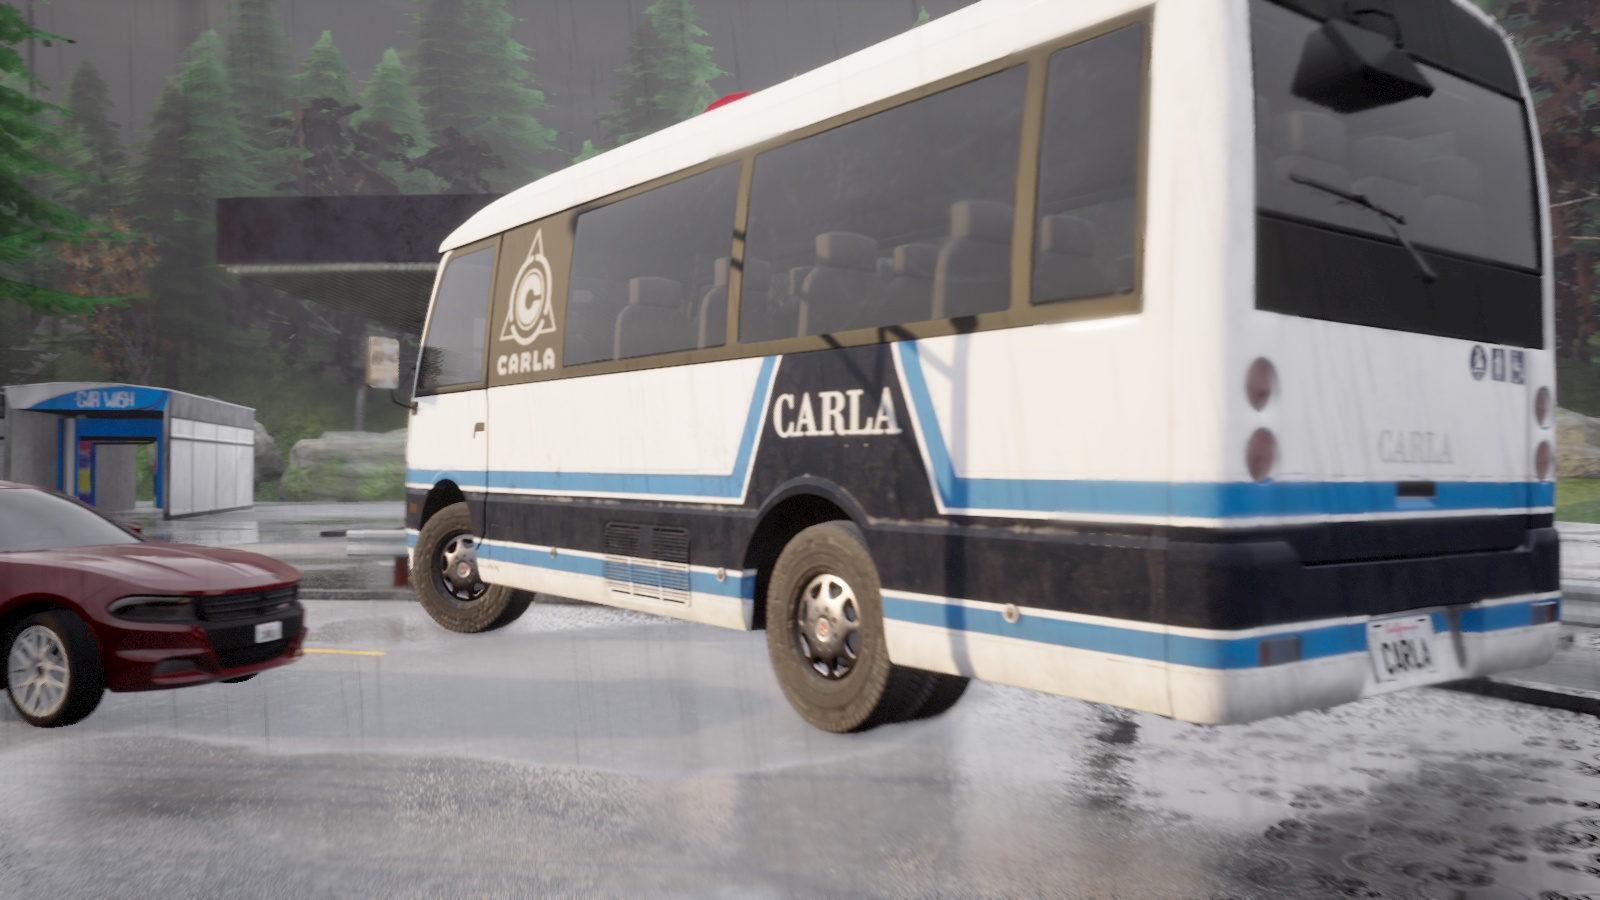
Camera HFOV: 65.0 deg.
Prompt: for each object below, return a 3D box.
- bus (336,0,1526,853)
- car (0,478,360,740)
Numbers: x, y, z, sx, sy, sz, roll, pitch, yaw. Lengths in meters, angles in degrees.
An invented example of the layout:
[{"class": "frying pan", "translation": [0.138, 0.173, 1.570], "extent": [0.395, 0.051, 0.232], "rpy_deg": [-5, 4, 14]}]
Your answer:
[{"class": "bus", "translation": [-0.285, -0.384, 10.519], "extent": [3.944, 4.253, 10.273], "rpy_deg": [1, -1, -37]}, {"class": "car", "translation": [-5.877, 0.971, 8.819], "extent": [5.008, 1.535, 1.882], "rpy_deg": [0, -1, 12]}]
